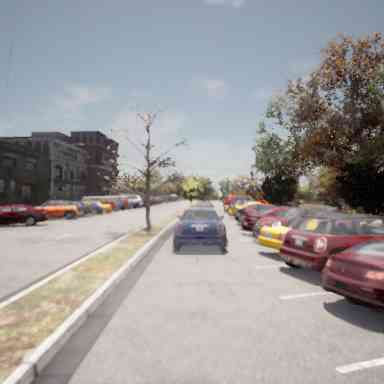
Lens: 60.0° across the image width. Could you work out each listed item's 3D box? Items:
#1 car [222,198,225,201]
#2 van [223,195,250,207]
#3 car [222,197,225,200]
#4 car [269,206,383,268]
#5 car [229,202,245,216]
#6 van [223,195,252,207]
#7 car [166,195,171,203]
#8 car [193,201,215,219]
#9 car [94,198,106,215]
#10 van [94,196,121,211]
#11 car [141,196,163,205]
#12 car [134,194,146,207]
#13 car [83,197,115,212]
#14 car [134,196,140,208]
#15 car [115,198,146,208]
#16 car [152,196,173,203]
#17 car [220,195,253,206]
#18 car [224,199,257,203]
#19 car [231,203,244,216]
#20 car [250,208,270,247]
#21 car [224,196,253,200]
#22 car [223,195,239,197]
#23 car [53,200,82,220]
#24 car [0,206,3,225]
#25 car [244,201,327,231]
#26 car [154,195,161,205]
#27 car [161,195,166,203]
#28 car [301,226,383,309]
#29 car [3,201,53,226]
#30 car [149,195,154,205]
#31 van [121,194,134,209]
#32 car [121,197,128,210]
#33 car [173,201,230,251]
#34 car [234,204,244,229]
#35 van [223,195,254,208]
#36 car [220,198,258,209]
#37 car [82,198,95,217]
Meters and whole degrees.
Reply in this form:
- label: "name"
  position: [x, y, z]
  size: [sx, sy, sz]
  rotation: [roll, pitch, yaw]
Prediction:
- label: "car"
  position: [6.254, 1.715, 36.394]
  size: [4.892, 1.521, 2.231]
  rotation: [1, -1, -16]
- label: "van"
  position: [8.030, 1.636, 60.085]
  size: [4.442, 1.987, 1.878]
  rotation: [1, 0, -15]
- label: "car"
  position: [6.303, 1.727, 39.300]
  size: [5.366, 1.575, 1.946]
  rotation: [1, 0, -16]
- label: "car"
  position: [4.929, 1.423, 9.753]
  size: [4.553, 1.767, 2.185]
  rotation: [1, -1, -18]
- label: "car"
  position: [5.543, 1.671, 24.571]
  size: [4.792, 1.488, 2.163]
  rotation: [1, -1, -17]
- label: "van"
  position: [7.792, 1.618, 57.118]
  size: [4.442, 1.987, 1.878]
  rotation: [1, 0, -15]
- label: "car"
  position: [-8.418, 2.007, 80.493]
  size: [5.008, 1.535, 2.097]
  rotation: [-1, -1, -15]
- label: "car"
  position: [1.236, 1.686, 32.063]
  size: [1.882, 1.535, 5.008]
  rotation: [0, 0, 4]
- label: "car"
  position: [-12.074, 1.714, 35.512]
  size: [5.008, 1.535, 2.097]
  rotation: [-1, -1, -16]
- label: "van"
  position: [-11.503, 1.527, 41.558]
  size: [4.442, 1.987, 1.878]
  rotation: [-1, -1, -16]
- label: "car"
  position: [-8.894, 1.843, 74.494]
  size: [4.553, 1.767, 2.185]
  rotation: [-1, 0, -15]
- label: "car"
  position: [-10.673, 1.582, 53.510]
  size: [5.566, 2.045, 2.435]
  rotation: [-1, 0, -15]
- label: "car"
  position: [-12.019, 1.734, 38.461]
  size: [5.366, 1.575, 1.946]
  rotation: [-1, 0, -16]
- label: "car"
  position: [-10.891, 1.813, 50.525]
  size: [5.008, 1.535, 2.097]
  rotation: [-1, -1, -15]
- label: "car"
  position: [-10.403, 1.852, 56.516]
  size: [5.008, 1.535, 2.097]
  rotation: [-1, -1, -15]
- label: "car"
  position: [-7.820, 2.039, 89.475]
  size: [5.366, 1.575, 1.946]
  rotation: [-1, 0, -15]
- label: "car"
  position: [8.410, 1.632, 63.095]
  size: [5.566, 2.045, 2.435]
  rotation: [1, -1, -15]
- label: "car"
  position: [5.848, 1.677, 30.474]
  size: [5.008, 1.535, 2.097]
  rotation: [1, -1, -16]
- label: "car"
  position: [5.337, 1.651, 21.583]
  size: [4.792, 1.488, 2.163]
  rotation: [1, 0, -17]
- label: "car"
  position: [5.209, 1.567, 12.781]
  size: [5.366, 1.575, 1.946]
  rotation: [1, -1, -18]
- label: "car"
  position: [6.023, 1.570, 33.426]
  size: [4.553, 1.767, 2.185]
  rotation: [1, -1, -16]
- label: "car"
  position: [6.738, 1.500, 42.330]
  size: [5.566, 2.045, 2.435]
  rotation: [1, -1, -15]
- label: "car"
  position: [-12.447, 1.547, 29.486]
  size: [4.553, 1.767, 2.185]
  rotation: [-1, 0, -17]
- label: "car"
  position: [-13.093, 1.591, 17.418]
  size: [5.008, 1.535, 2.097]
  rotation: [-1, -1, -18]
- label: "car"
  position: [5.159, 1.461, 15.686]
  size: [4.553, 1.767, 2.185]
  rotation: [1, 0, -18]
- label: "car"
  position: [-9.645, 1.658, 65.516]
  size: [5.566, 2.045, 2.435]
  rotation: [-1, -1, -15]
- label: "car"
  position: [-9.153, 1.697, 71.510]
  size: [5.566, 2.045, 2.435]
  rotation: [-1, -1, -15]
- label: "car"
  position: [4.895, 1.571, 6.799]
  size: [4.674, 1.452, 2.002]
  rotation: [1, -1, -19]
- label: "car"
  position: [-12.809, 1.632, 23.449]
  size: [5.008, 1.535, 2.097]
  rotation: [-1, 0, -17]
- label: "car"
  position: [-10.185, 1.620, 59.499]
  size: [5.566, 2.045, 2.435]
  rotation: [-1, 0, -15]
- label: "van"
  position: [-11.025, 1.566, 47.564]
  size: [4.442, 1.987, 1.878]
  rotation: [-1, -1, -15]
- label: "car"
  position: [-11.401, 1.804, 44.513]
  size: [4.792, 1.488, 2.163]
  rotation: [-1, 0, -16]
- label: "car"
  position: [0.377, 1.450, 14.845]
  size: [2.097, 1.767, 4.553]
  rotation: [0, 0, 2]
- label: "car"
  position: [5.230, 1.604, 18.640]
  size: [5.008, 1.535, 2.097]
  rotation: [1, -1, -17]
- label: "van"
  position: [7.554, 1.599, 54.149]
  size: [4.442, 1.987, 1.878]
  rotation: [1, 0, -15]
- label: "car"
  position: [7.243, 1.802, 51.164]
  size: [5.366, 1.575, 1.946]
  rotation: [1, 0, -15]
- label: "car"
  position: [-12.262, 1.695, 32.499]
  size: [4.892, 1.521, 2.231]
  rotation: [-1, 0, -16]
